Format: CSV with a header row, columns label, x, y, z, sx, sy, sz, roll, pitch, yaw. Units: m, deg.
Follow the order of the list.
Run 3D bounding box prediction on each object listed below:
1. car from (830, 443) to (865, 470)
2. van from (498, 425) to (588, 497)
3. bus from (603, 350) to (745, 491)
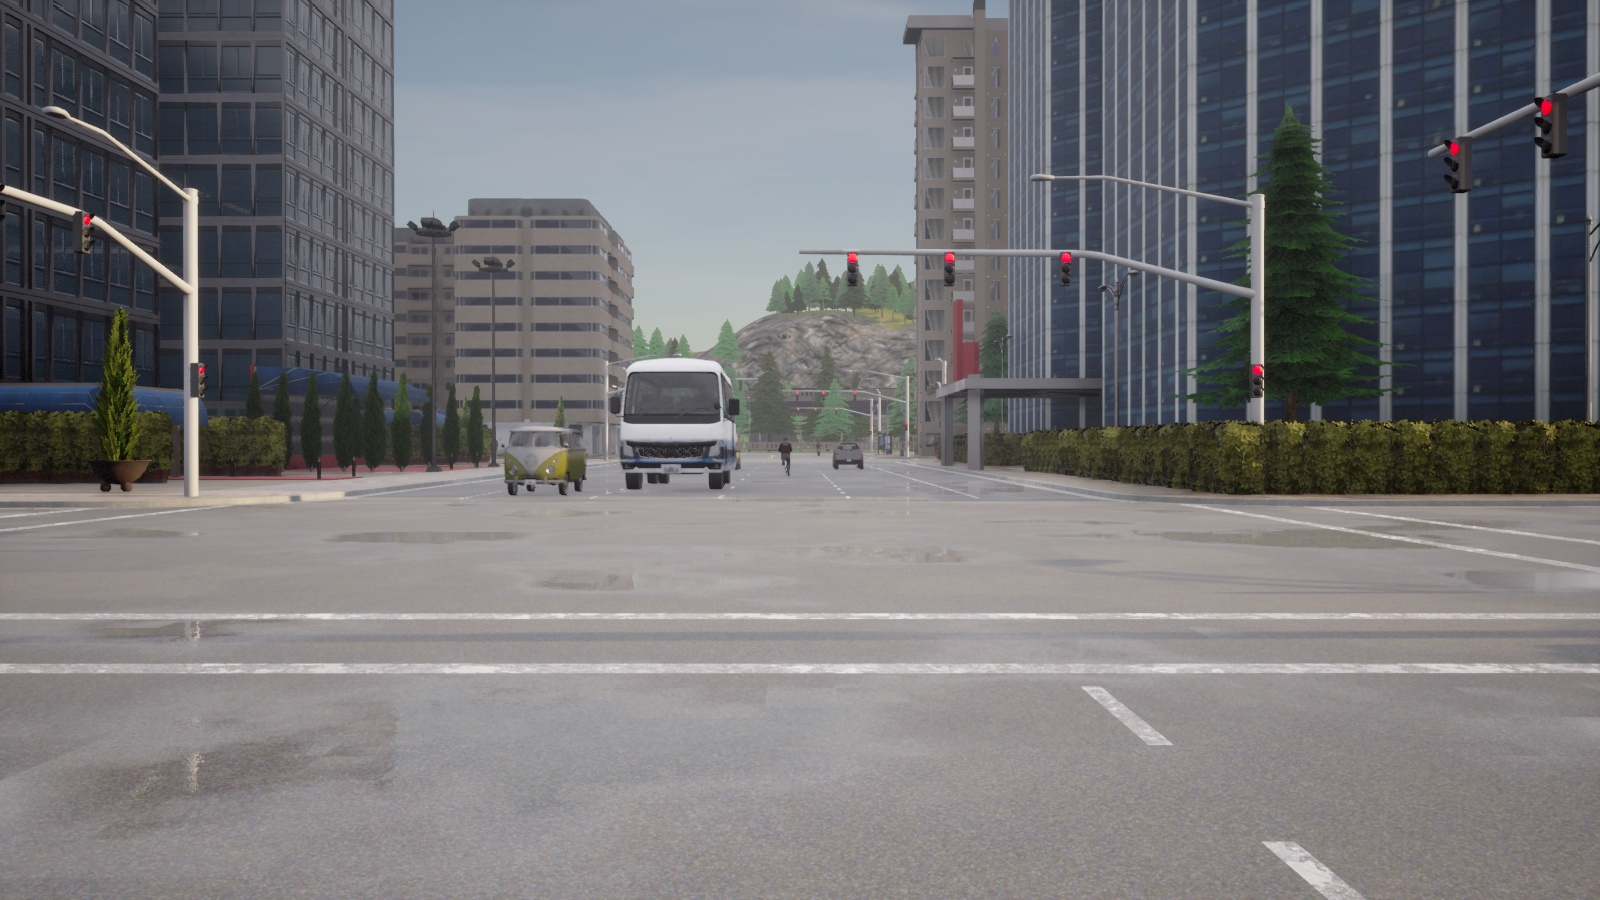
label,x,y,z,sx,sy,sz,roll,pitch,yaw
car,2.718,0.355,72.136,1.845,1.501,3.633,0,0,-1
van,-7.460,0.287,36.882,1.775,1.987,4.442,0,0,-1
bus,-4.020,-0.876,43.025,3.944,4.253,10.273,0,0,-1
